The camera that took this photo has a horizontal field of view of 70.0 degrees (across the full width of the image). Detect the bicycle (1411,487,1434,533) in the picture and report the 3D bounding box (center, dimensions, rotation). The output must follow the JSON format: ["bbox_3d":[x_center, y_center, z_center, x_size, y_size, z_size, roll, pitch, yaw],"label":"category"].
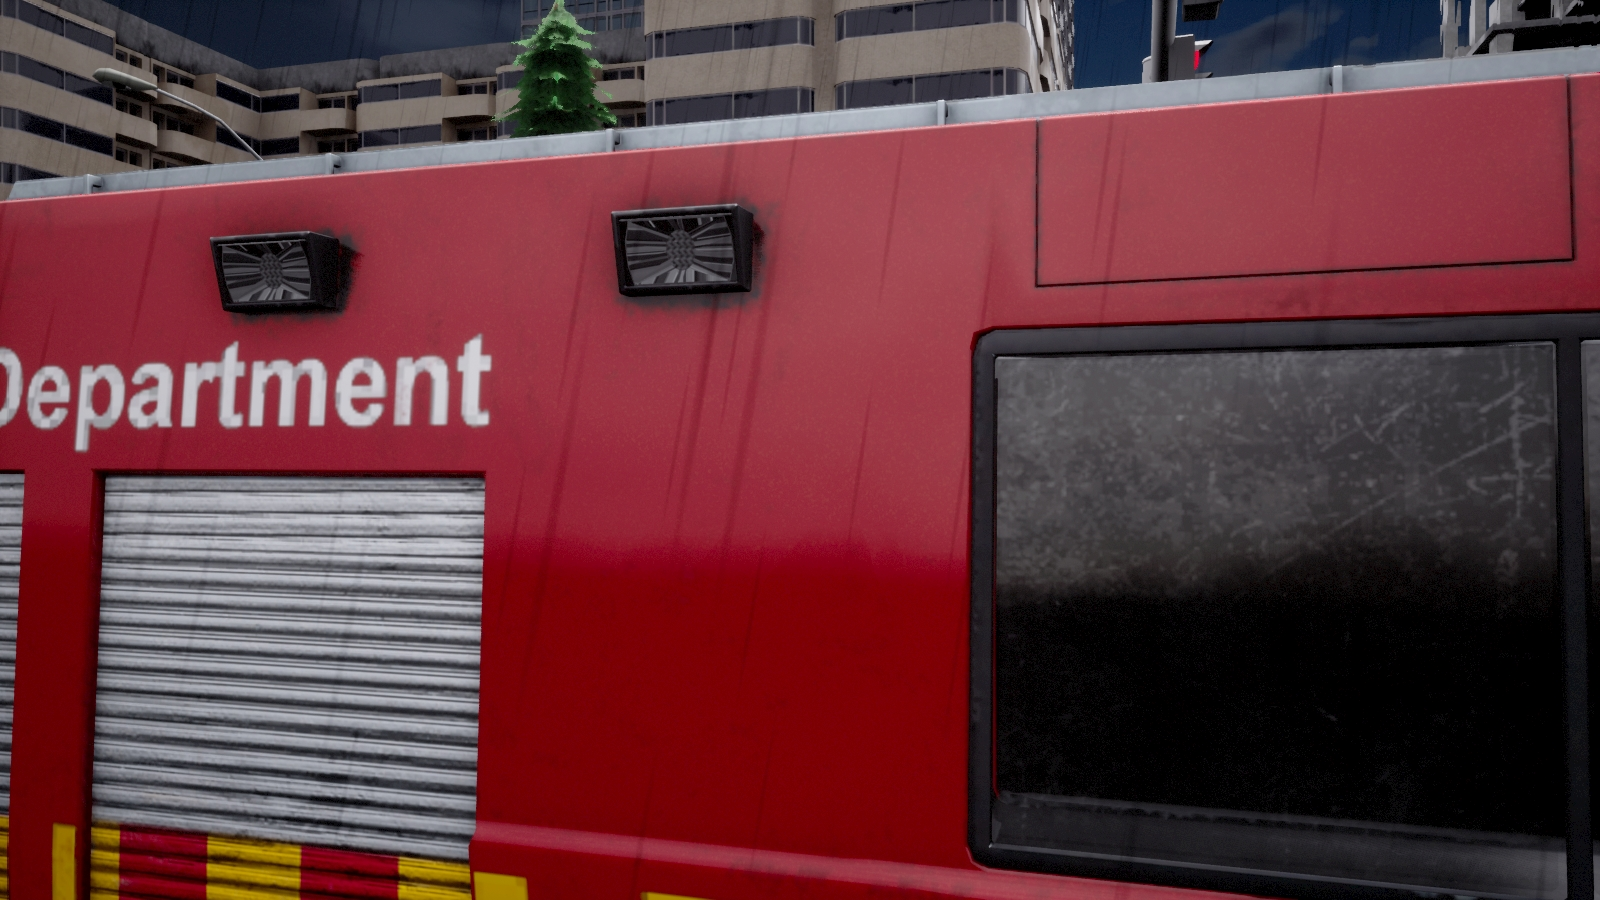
[{"bbox_3d":[21.633,2.056,39.721,0.373,1.496,1.643,0,0,16],"label":"bicycle"}]

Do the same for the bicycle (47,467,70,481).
[{"bbox_3d":[-65.142,2.102,100.377,1.487,1.276,0.859,0,0,15],"label":"bicycle"}]

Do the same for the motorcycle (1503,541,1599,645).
[{"bbox_3d":[11.678,2.155,17.664,0.764,1.307,2.356,0,0,16],"label":"motorcycle"}]
